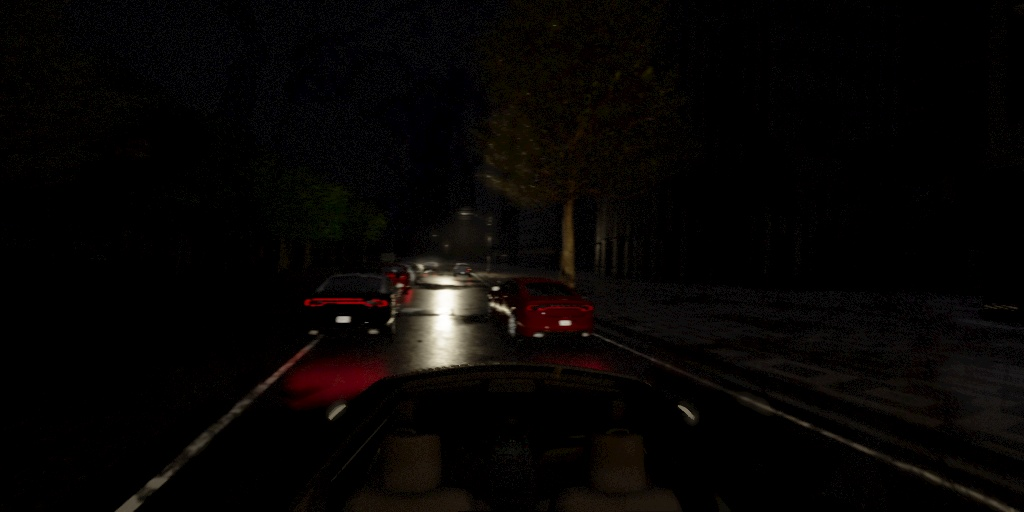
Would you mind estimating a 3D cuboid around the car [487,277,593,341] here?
[{"bbox_3d":[0.570,1.362,10.528,1.882,1.535,5.008,3,0,-15],"label":"car"}]

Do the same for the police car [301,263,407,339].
[{"bbox_3d":[-4.113,1.104,9.880,1.930,1.638,5.238,3,-1,-15],"label":"police car"}]

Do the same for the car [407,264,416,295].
[{"bbox_3d":[-6.454,1.178,19.461,1.882,1.535,5.008,3,-1,-13],"label":"car"}]

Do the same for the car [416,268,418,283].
[{"bbox_3d":[-7.705,1.247,25.314,1.812,1.442,4.674,3,-1,-11],"label":"car"}]

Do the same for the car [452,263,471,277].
[{"bbox_3d":[-5.476,1.514,39.374,1.812,1.442,4.674,3,-1,-10],"label":"car"}]

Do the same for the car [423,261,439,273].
[{"bbox_3d":[-10.539,1.467,46.752,1.895,1.301,4.718,3,-1,-11],"label":"car"}]
